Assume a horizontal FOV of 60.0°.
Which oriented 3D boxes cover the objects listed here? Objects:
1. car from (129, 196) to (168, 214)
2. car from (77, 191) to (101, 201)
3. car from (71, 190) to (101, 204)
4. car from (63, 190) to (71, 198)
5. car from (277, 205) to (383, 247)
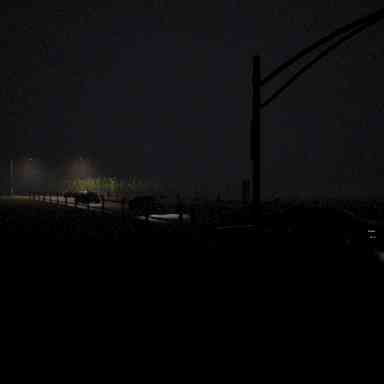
[{"bbox_3d":[-3.885,1.061,28.747,1.812,1.442,4.674,0,1,-35],"label":"car"},{"bbox_3d":[-16.662,0.602,53.592,2.033,1.411,5.357,0,1,-35],"label":"car"},{"bbox_3d":[-13.315,0.786,42.326,2.033,1.411,5.357,0,1,-35],"label":"car"},{"bbox_3d":[-22.528,0.355,62.022,1.882,1.535,5.008,0,1,-35],"label":"car"},{"bbox_3d":[5.984,1.360,14.555,1.837,1.490,4.892,0,0,-35],"label":"car"}]
